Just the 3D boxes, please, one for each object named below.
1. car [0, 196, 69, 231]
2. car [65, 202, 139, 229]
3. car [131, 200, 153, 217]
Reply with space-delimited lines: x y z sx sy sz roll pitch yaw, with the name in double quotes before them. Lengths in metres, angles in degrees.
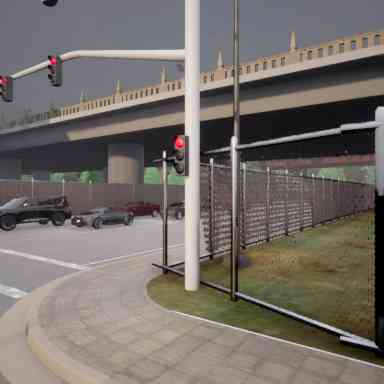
"car" -10.616 1.277 21.658 2.150 2.045 5.566 0 0 36
"car" -5.897 1.619 22.254 1.994 1.385 4.181 0 0 35
"car" -4.941 1.533 29.660 1.882 1.535 5.008 0 0 35
